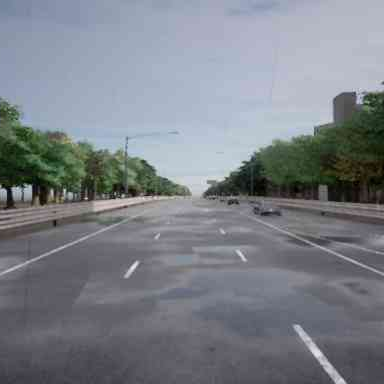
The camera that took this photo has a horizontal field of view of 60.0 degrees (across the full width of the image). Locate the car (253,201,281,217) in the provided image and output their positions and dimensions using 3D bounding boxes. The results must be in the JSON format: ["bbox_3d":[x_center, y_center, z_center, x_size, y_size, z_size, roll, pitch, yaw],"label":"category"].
[{"bbox_3d":[7.061,1.582,31.567,1.994,1.385,4.181,0,0,0],"label":"car"}]

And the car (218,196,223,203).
[{"bbox_3d":[7.103,1.690,76.021,2.033,1.411,5.357,0,-1,0],"label":"car"}]

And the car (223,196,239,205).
[{"bbox_3d":[7.036,1.548,58.358,1.837,1.490,4.892,0,0,0],"label":"car"}]
